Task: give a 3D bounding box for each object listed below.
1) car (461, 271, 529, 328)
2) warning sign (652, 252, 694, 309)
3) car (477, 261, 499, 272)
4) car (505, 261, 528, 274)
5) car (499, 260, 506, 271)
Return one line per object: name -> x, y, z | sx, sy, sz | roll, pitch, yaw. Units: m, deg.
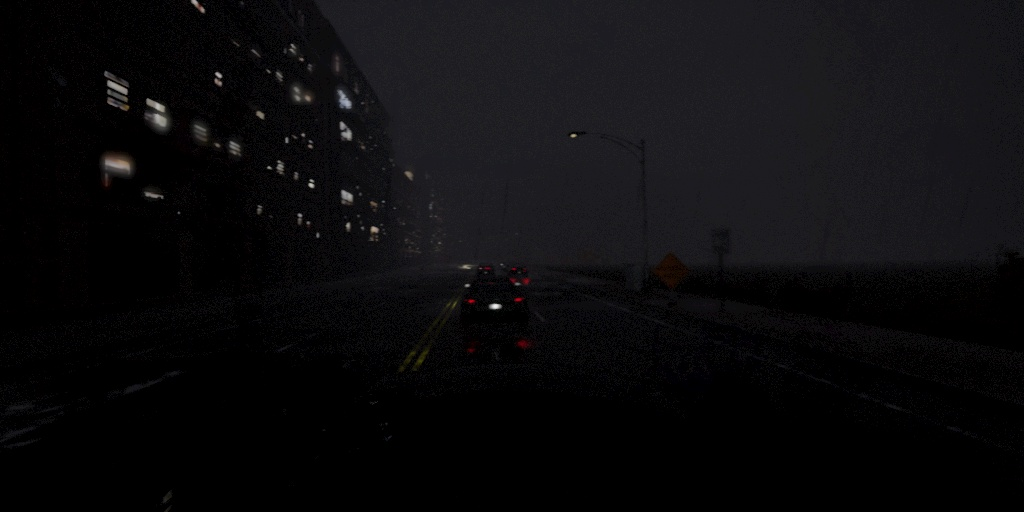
car -> -0.613, 1.372, 11.851 | 1.994, 1.385, 4.181 | -1, 0, -5
warning sign -> 5.404, 0.784, 12.113 | 1.300, 1.860, 1.060 | 0, 0, -5
car -> -2.805, 1.467, 38.292 | 2.128, 1.511, 4.902 | -1, 0, -4
car -> 0.546, 1.416, 37.080 | 1.812, 1.442, 4.674 | -1, 0, -4
car -> -0.489, 1.530, 49.564 | 1.994, 1.385, 4.181 | -1, 0, -4
